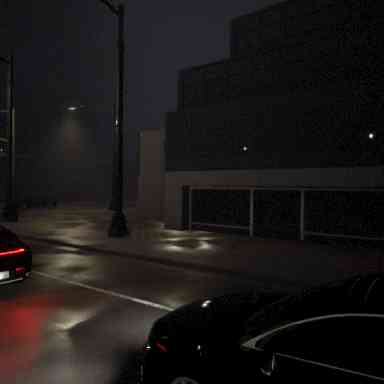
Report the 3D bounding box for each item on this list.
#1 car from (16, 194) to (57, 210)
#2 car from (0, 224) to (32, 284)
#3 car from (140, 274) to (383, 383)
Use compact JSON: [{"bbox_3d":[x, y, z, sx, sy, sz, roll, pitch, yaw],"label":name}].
[{"bbox_3d":[-16.572,1.039,34.770,1.837,1.490,4.892,1,1,36],"label":"car"},{"bbox_3d":[-5.826,1.415,8.121,4.892,1.490,1.837,1,0,35],"label":"car"},{"bbox_3d":[1.703,1.503,2.780,4.892,1.490,1.837,0,0,36],"label":"car"}]
